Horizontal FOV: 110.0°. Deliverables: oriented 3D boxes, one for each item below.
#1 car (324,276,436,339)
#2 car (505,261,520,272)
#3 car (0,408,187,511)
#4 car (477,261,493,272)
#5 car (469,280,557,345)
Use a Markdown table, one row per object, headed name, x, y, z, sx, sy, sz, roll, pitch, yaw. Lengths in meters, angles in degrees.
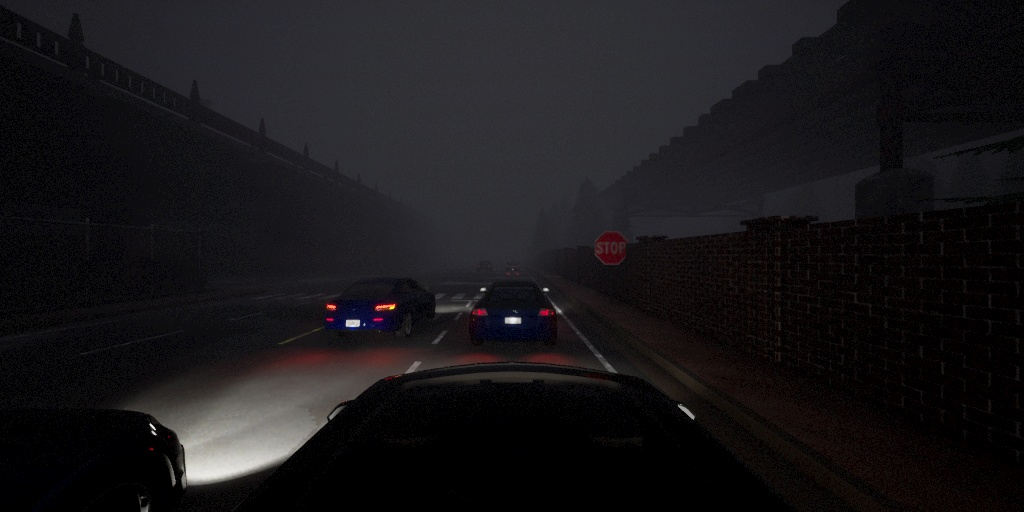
| name | x | y | z | sx | sy | sz | roll | pitch | yaw |
| --- | --- | --- | --- | --- | --- | --- | --- | --- | --- |
| car | -3.420 | 1.276 | 9.993 | 1.812 | 1.442 | 4.674 | 0 | 0 | 0 |
| car | 0.064 | 1.351 | 46.247 | 1.895 | 1.301 | 4.718 | 0 | 0 | -1 |
| car | -3.399 | 1.314 | 0.897 | 1.994 | 1.385 | 4.181 | 0 | 0 | 0 |
| car | -3.431 | 1.297 | 46.042 | 2.033 | 1.411 | 5.357 | 0 | 0 | -1 |
| car | 0.062 | 1.314 | 9.473 | 1.994 | 1.385 | 4.181 | 0 | 0 | 1 |
